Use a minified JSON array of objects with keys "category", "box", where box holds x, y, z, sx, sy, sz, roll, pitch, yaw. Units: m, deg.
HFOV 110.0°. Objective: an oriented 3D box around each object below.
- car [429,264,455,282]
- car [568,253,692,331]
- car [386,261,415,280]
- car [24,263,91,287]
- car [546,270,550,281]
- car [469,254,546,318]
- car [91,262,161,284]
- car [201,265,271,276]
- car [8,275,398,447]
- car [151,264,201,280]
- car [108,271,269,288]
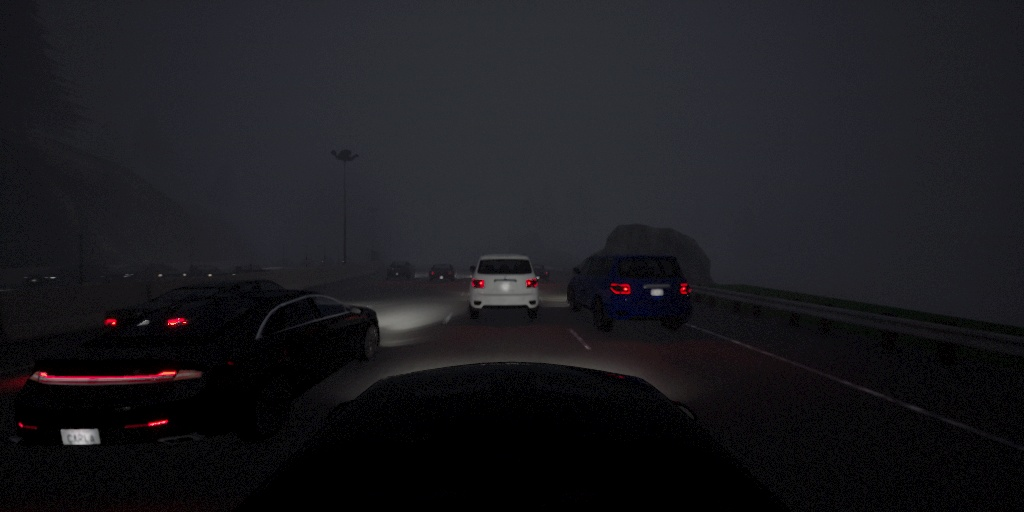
[{"category":"car","box":[-5.542,1.297,28.764,1.895,1.301,4.718,0,0,-8]},{"category":"car","box":[3.259,0.940,11.070,2.150,2.045,5.566,0,0,-3]},{"category":"car","box":[-9.376,1.193,30.444,2.128,1.511,4.902,0,0,-9]},{"category":"car","box":[-29.892,1.270,24.543,1.837,1.490,4.892,0,0,-9]},{"category":"car","box":[1.575,1.281,28.371,1.895,1.301,4.718,0,0,-8]},{"category":"car","box":[-0.349,0.944,12.966,2.150,2.045,5.566,0,0,-3]},{"category":"car","box":[-26.553,1.231,25.862,1.882,1.535,5.008,0,0,-9]},{"category":"car","box":[-19.443,1.338,25.744,1.895,1.301,4.718,0,0,-8]},{"category":"car","box":[-3.539,1.241,5.323,2.128,1.511,4.902,0,0,-1]},{"category":"car","box":[-23.033,1.345,26.107,1.895,1.301,4.718,0,0,-9]},{"category":"car","box":[-7.145,1.296,9.326,2.033,1.411,5.357,0,0,-3]}]
